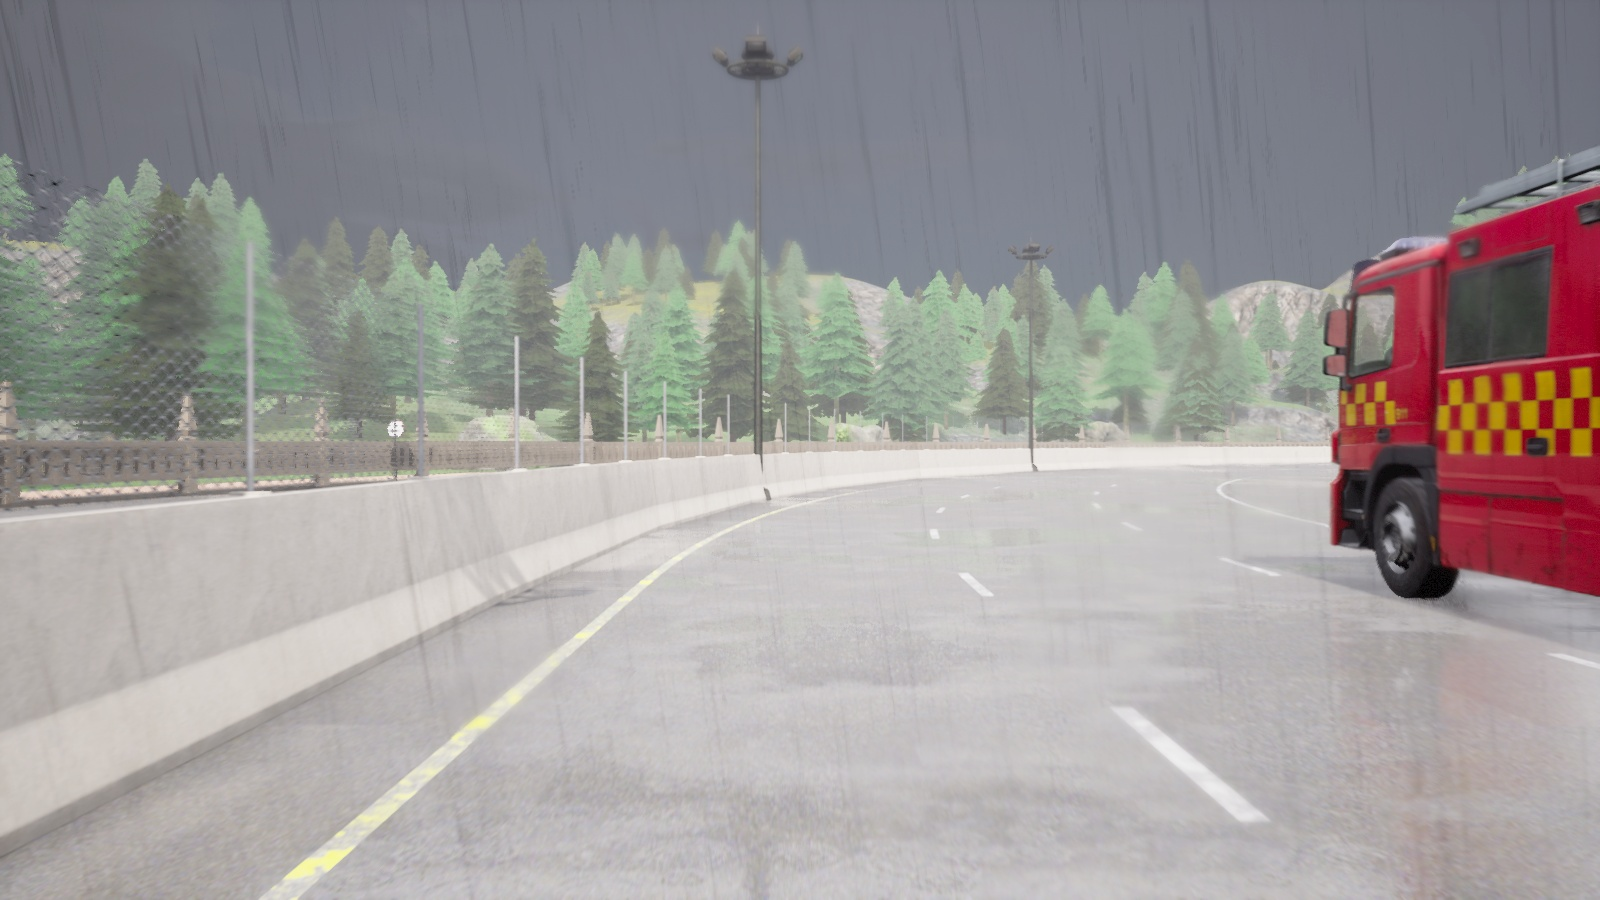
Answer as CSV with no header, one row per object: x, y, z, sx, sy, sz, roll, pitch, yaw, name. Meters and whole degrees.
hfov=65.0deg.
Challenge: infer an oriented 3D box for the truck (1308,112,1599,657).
7.073,-0.467,9.707,2.891,3.827,8.468,0,0,0,truck
